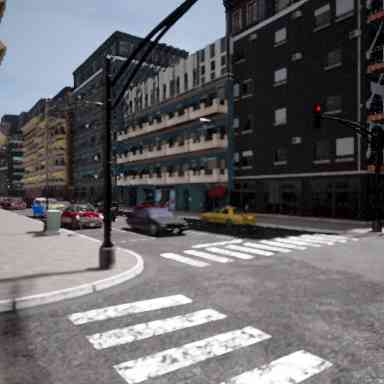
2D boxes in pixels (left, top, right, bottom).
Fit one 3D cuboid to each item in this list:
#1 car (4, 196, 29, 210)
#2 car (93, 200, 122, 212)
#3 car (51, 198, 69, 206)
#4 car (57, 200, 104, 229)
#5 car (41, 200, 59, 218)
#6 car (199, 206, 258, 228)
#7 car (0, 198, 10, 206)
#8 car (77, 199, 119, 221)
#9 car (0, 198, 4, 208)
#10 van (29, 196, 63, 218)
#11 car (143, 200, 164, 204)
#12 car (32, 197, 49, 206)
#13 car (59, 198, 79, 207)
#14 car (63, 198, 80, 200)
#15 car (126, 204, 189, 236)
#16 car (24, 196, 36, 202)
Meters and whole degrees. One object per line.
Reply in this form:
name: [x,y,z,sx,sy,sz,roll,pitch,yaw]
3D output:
car: [-23.792,1.620,45.207,1.967,1.590,4.097,0,0,-36]
car: [-10.505,1.689,41.181,2.008,1.369,4.403,0,0,-36]
car: [-23.521,1.714,59.087,2.008,1.369,4.403,0,0,-36]
car: [-7.522,1.593,22.825,1.967,1.590,4.097,0,0,-36]
car: [-10.676,1.683,27.164,1.752,1.417,4.829,0,0,-36]
car: [2.411,1.644,23.413,1.752,1.417,4.829,0,0,-36]
car: [-33.554,1.746,58.637,1.887,1.381,4.507,0,0,-36]
car: [-7.968,1.652,27.849,1.837,1.490,4.892,0,0,-36]
car: [-27.046,1.753,49.684,1.947,1.339,4.313,0,0,-36]
van: [-14.031,1.504,31.777,1.690,1.788,3.998,0,0,-36]
car: [-3.997,1.567,32.227,1.967,1.590,4.097,0,0,-36]
car: [-27.332,1.681,59.926,1.837,1.490,4.892,0,0,-36]
car: [-20.267,1.722,54.610,1.947,1.339,4.313,0,0,-36]
car: [-14.232,1.705,36.473,2.033,1.411,5.357,0,0,-36]
car: [-2.249,1.687,20.023,2.033,1.411,5.357,0,0,-32]
car: [-39.791,1.748,81.470,1.887,1.381,4.507,0,0,-36]
